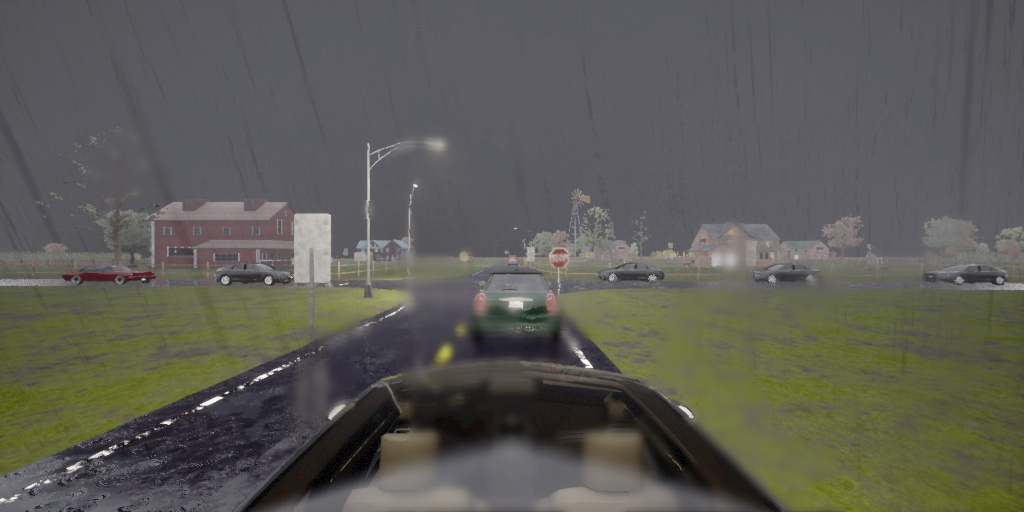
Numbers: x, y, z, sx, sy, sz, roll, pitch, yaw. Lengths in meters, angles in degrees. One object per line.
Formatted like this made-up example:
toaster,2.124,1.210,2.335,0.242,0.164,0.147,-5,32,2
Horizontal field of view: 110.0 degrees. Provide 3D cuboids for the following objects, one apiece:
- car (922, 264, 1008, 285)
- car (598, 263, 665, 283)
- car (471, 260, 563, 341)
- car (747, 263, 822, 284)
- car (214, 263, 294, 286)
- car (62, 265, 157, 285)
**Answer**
car,33.810,1.377,26.829,4.892,1.490,1.837,0,0,1
car,9.038,1.277,27.387,4.892,1.490,1.837,0,0,4
car,0.119,1.101,10.006,2.097,1.767,4.553,0,0,0
car,20.400,1.318,26.966,4.892,1.490,1.837,0,0,1
car,-17.378,1.202,24.380,4.892,1.490,1.837,0,0,1
car,-27.324,1.271,24.476,4.718,1.301,1.895,0,0,1
